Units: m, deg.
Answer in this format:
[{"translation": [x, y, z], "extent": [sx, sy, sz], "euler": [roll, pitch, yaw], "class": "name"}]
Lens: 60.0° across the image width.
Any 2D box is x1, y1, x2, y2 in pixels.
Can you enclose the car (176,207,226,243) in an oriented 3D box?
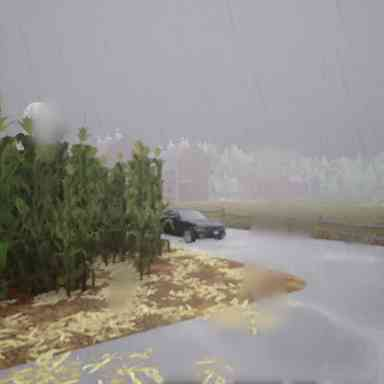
[{"translation": [-0.359, 1.558, 16.769], "extent": [1.882, 1.535, 5.008], "euler": [0, -1, -35], "class": "car"}]
